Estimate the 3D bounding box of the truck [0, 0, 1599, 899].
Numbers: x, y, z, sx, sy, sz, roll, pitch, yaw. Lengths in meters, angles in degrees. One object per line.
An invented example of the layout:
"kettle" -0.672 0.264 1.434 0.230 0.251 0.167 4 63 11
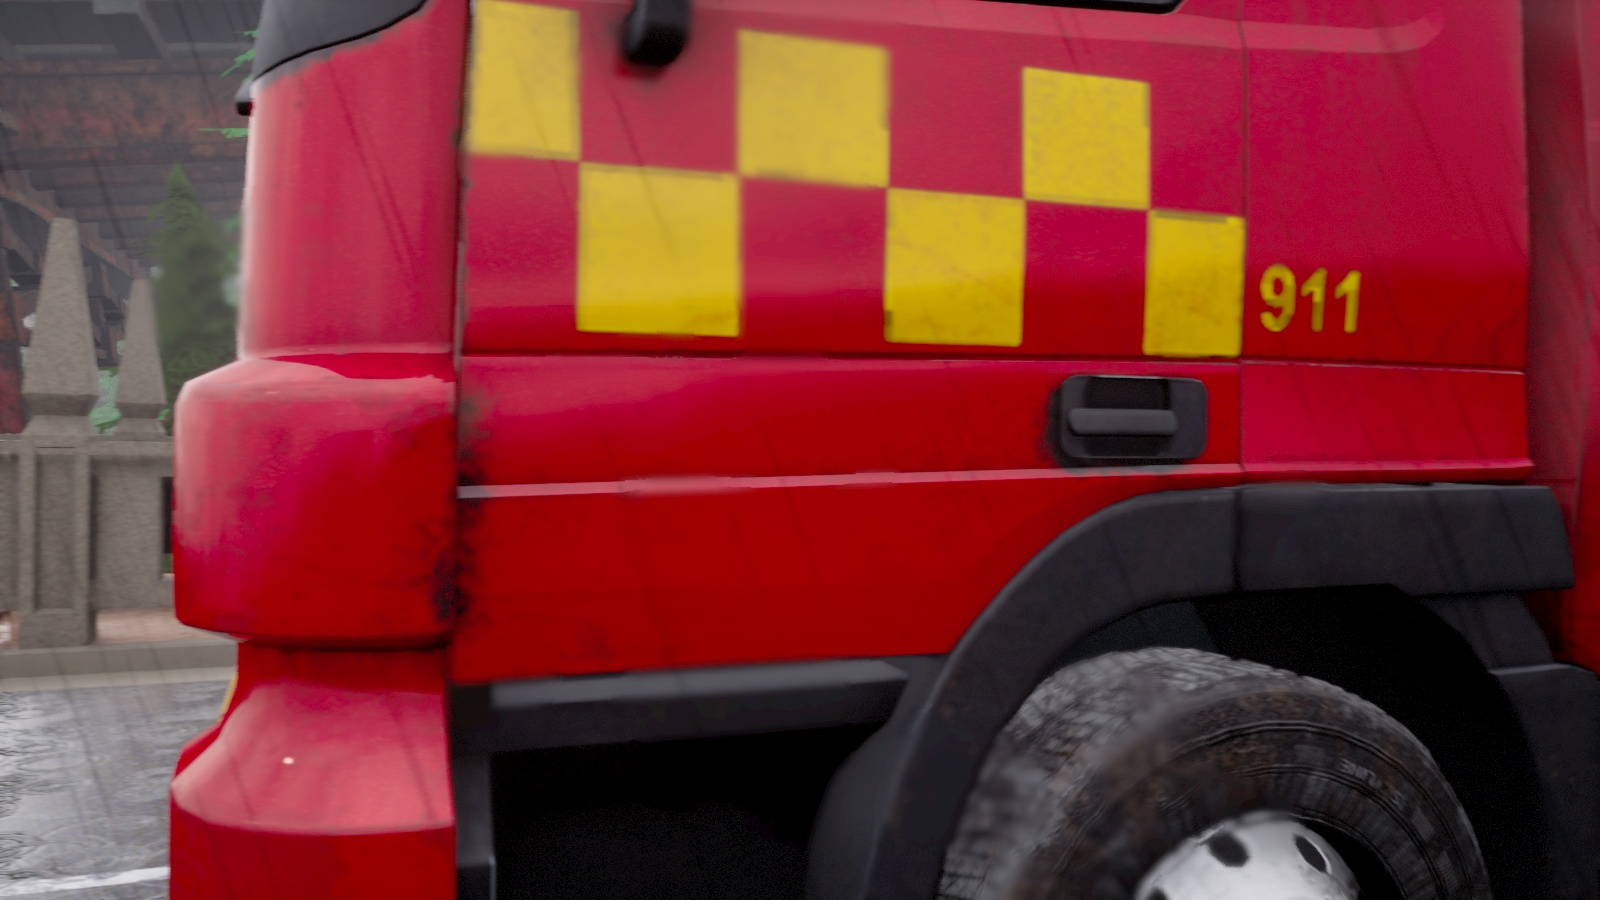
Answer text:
"truck" 2.208 -0.446 4.062 8.468 3.827 2.891 -1 1 -21
